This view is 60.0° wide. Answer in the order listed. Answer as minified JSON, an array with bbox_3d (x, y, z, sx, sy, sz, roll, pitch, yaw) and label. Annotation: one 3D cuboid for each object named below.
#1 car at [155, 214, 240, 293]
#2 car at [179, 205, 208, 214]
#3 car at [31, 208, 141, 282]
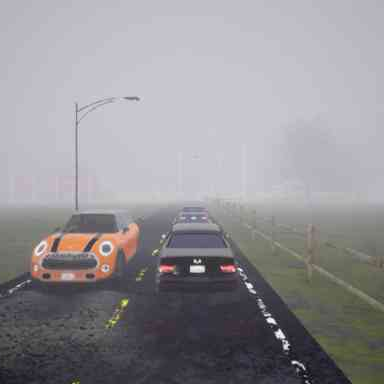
[{"bbox_3d":[0.100,1.548,8.980,2.033,1.411,5.357,0,0,0],"label":"car"},{"bbox_3d":[0.101,1.557,21.644,2.033,1.411,5.357,0,0,0],"label":"car"},{"bbox_3d":[-2.850,1.352,9.887,2.097,1.767,4.553,0,0,0],"label":"car"}]
